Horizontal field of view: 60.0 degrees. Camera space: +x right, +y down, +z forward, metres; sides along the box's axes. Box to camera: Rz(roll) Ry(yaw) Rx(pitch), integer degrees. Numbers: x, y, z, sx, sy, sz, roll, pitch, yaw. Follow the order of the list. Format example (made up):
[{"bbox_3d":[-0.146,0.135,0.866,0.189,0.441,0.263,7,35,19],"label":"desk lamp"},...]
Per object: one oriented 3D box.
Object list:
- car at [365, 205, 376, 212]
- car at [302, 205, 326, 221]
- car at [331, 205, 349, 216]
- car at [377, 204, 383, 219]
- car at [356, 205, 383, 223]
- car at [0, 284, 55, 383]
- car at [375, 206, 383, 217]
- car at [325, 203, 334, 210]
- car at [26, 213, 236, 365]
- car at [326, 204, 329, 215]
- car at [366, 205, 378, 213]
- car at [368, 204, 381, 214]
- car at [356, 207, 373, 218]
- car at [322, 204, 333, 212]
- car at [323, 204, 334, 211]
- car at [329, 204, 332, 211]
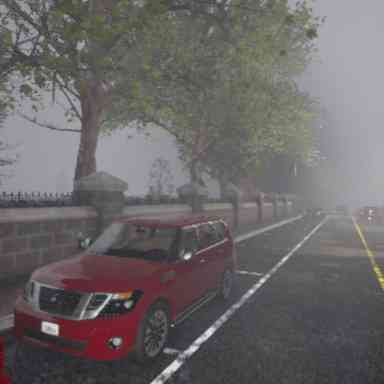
[{"bbox_3d":[39.932,3.605,74.542,1.752,1.417,4.829,1,-1,25],"label":"car"},{"bbox_3d":[13.449,2.281,36.975,1.967,1.590,4.097,1,-1,25],"label":"car"},{"bbox_3d":[22.389,2.764,49.988,1.837,1.490,4.892,1,-1,25],"label":"car"},{"bbox_3d":[25.764,2.582,43.703,2.192,1.841,5.009,1,-1,25],"label":"car"},{"bbox_3d":[19.628,2.358,36.677,2.097,1.767,4.553,1,-1,25],"label":"car"},{"bbox_3d":[-3.007,1.480,1.170,1.887,1.381,4.507,1,-1,25],"label":"car"},{"bbox_3d":[28.112,2.840,48.816,1.967,1.590,4.097,1,-1,25],"label":"car"},{"bbox_3d":[32.178,3.435,77.735,1.752,1.417,4.829,1,-1,25],"label":"car"},{"bbox_3d":[-0.649,1.377,6.289,2.192,1.841,5.009,1,-1,25],"label":"car"},{"bbox_3d":[15.799,2.413,42.087,1.967,1.590,4.097,1,-1,25],"label":"car"},{"bbox_3d":[37.510,3.504,69.272,1.947,1.339,4.313,1,-1,25],"label":"car"},{"bbox_3d":[35.163,3.242,64.159,1.967,1.590,4.097,1,-1,25],"label":"car"},{"bbox_3d":[24.280,2.834,46.921,1.994,1.385,4.181,1,-1,25],"label":"car"},{"bbox_3d":[27.478,3.162,67.505,1.752,1.417,4.829,1,-1,25],"label":"car"},{"bbox_3d":[29.899,3.328,72.773,2.008,1.369,4.403,1,-1,25],"label":"car"},{"bbox_3d":[20.497,2.789,52.316,2.008,1.369,4.403,1,-1,25],"label":"car"}]
